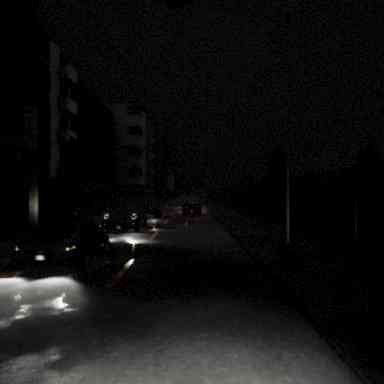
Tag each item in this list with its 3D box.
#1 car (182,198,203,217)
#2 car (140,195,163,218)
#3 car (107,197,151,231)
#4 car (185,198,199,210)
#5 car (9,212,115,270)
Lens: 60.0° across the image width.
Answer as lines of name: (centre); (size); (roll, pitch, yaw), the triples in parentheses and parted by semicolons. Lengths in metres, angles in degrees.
car: (0.007, 1.560, 32.686); (2.128, 1.511, 4.902); (0, 0, 0)
car: (-4.035, 1.288, 31.408); (2.150, 2.045, 5.566); (0, 0, 1)
car: (-4.088, 1.396, 20.833); (2.097, 1.767, 4.553); (0, 0, 0)
car: (0.039, 1.574, 46.077); (1.882, 1.535, 5.008); (0, 0, 1)
car: (-4.098, 1.588, 10.943); (1.994, 1.385, 4.181); (0, 0, 0)
